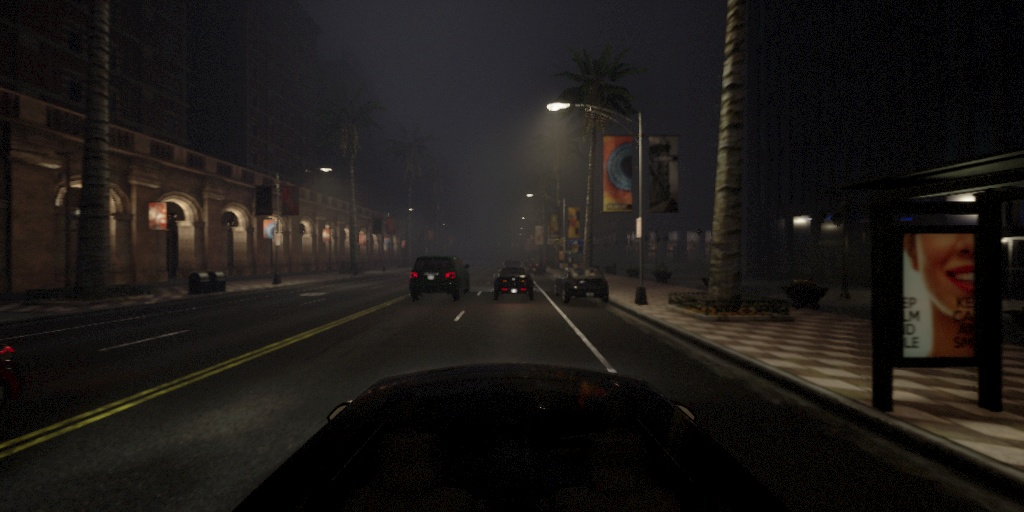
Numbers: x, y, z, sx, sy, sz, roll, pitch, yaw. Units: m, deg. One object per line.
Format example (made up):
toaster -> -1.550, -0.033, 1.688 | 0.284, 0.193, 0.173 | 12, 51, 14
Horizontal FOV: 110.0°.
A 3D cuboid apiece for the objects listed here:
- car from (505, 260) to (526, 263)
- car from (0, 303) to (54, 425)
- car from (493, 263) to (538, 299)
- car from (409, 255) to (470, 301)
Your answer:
car -> 0.069, 1.143, 36.278 | 2.097, 1.767, 4.553 | 0, 0, 0
car -> -7.084, 1.317, 2.671 | 1.994, 1.385, 4.181 | 0, 0, 0
car -> 0.085, 1.274, 18.073 | 1.837, 1.490, 4.892 | 0, 0, 0
car -> -3.413, 0.992, 17.747 | 2.150, 2.045, 5.566 | 0, 0, 0
